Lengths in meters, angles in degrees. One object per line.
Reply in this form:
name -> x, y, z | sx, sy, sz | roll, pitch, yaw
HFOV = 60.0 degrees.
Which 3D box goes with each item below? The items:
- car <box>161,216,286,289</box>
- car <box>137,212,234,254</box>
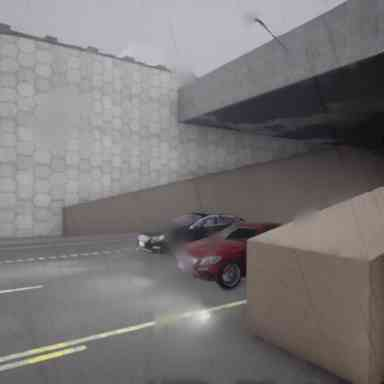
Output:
car -> 1.706, 1.564, 9.355 | 4.674, 1.442, 1.812 | 1, 0, -34
car -> 0.328, 1.522, 12.649 | 4.902, 1.511, 2.128 | 1, 0, -34
